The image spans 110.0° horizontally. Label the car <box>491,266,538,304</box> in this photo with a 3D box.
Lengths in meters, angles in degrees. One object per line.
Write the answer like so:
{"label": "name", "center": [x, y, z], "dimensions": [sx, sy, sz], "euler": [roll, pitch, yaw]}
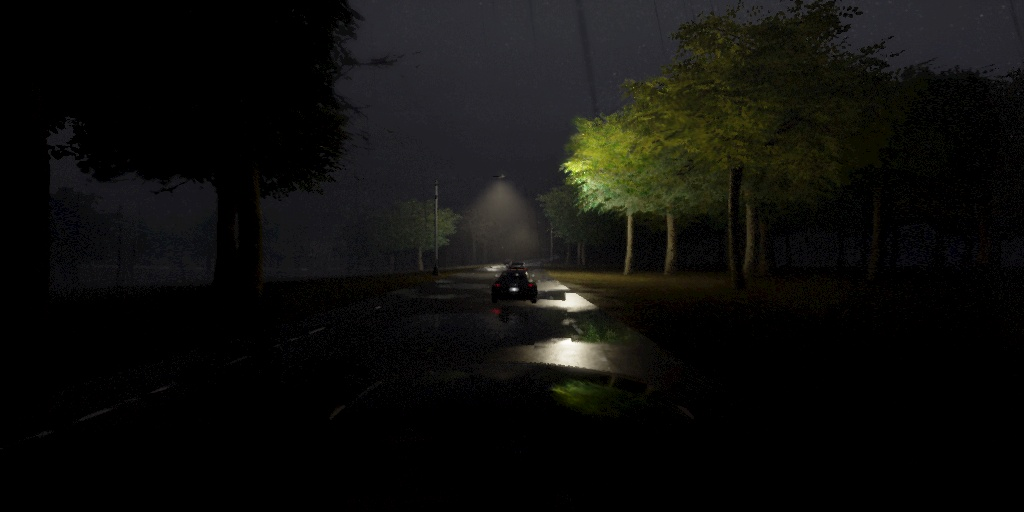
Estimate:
{"label": "car", "center": [0.123, 1.317, 16.454], "dimensions": [1.994, 1.385, 4.181], "euler": [0, 0, 1]}

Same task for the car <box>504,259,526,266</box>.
{"label": "car", "center": [0.494, 1.260, 31.421], "dimensions": [1.837, 1.490, 4.892], "euler": [0, 0, 2]}
